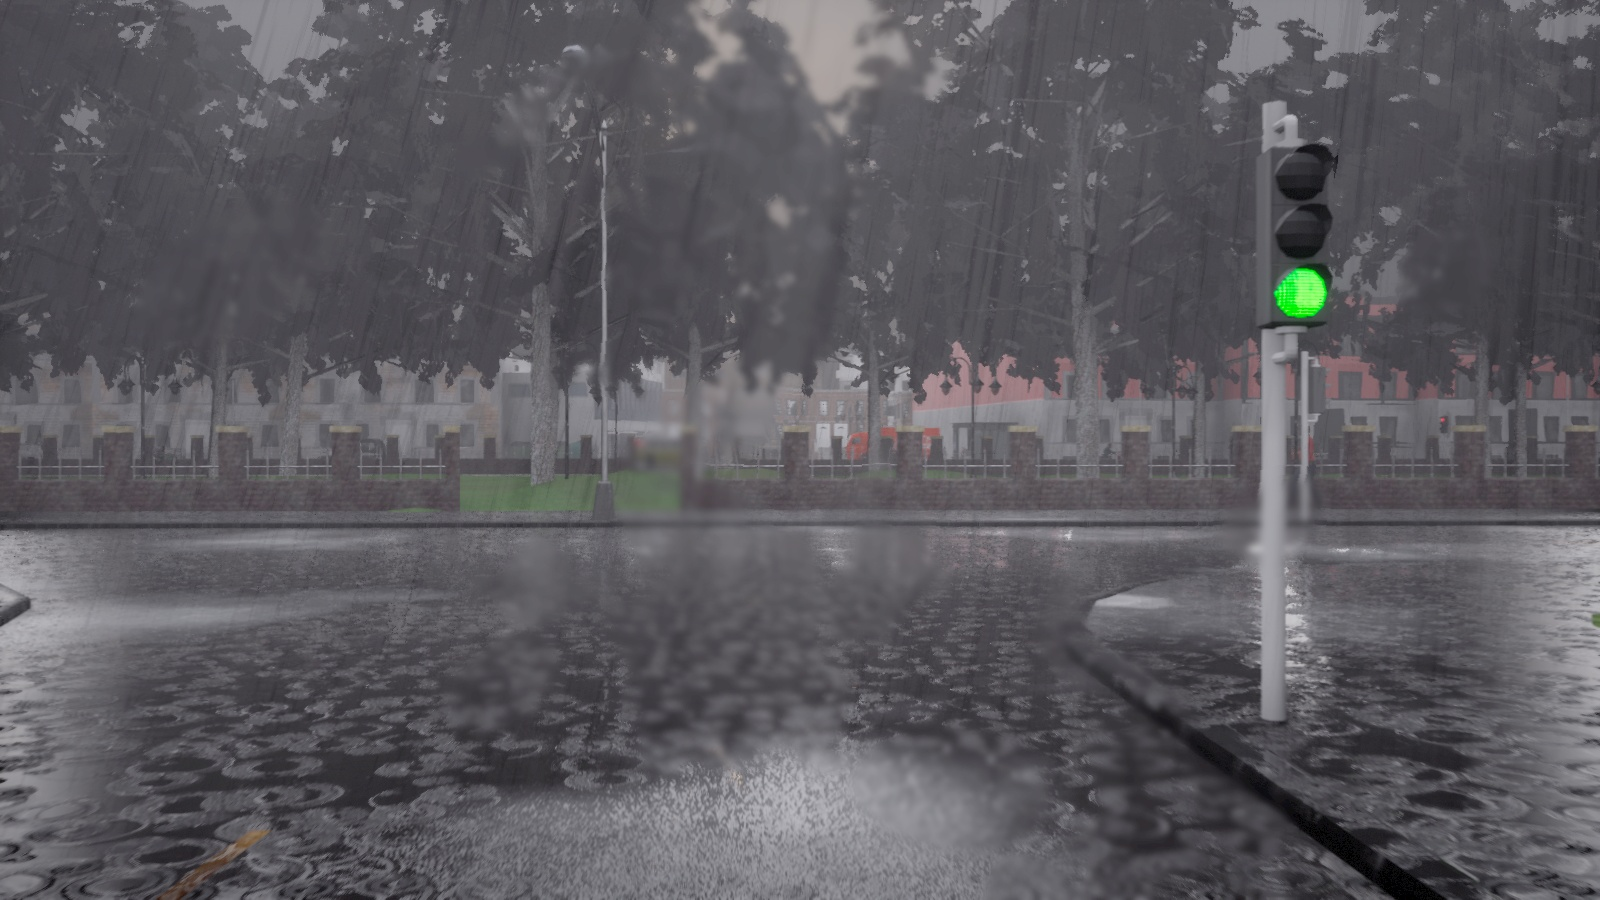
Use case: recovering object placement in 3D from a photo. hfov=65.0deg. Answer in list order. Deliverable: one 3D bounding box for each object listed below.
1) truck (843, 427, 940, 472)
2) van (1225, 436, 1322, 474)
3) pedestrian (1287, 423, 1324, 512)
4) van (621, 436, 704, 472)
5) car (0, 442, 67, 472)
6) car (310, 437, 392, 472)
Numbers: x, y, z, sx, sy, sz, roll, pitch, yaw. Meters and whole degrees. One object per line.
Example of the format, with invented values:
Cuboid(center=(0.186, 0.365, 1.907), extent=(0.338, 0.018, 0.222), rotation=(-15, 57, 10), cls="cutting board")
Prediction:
Cuboid(center=(5.047, -0.021, 70.094), extent=(5.204, 2.467, 2.627), rotation=(0, 0, -1), cls="truck")
Cuboid(center=(25.037, 0.248, 66.475), extent=(4.442, 1.987, 1.775), rotation=(0, 0, -1), cls="van")
Cuboid(center=(10.567, 0.358, 26.233), extent=(0.636, 1.846, 0.331), rotation=(0, 0, 1), cls="pedestrian")
Cuboid(center=(-7.629, 0.210, 69.861), extent=(4.442, 1.987, 1.775), rotation=(0, 0, -1), cls="van")
Cuboid(center=(-43.376, 0.363, 69.163), extent=(4.856, 1.649, 2.033), rotation=(0, 0, -1), cls="car")
Cuboid(center=(-24.829, 0.241, 69.530), extent=(3.866, 1.878, 1.905), rotation=(0, 0, -1), cls="car")
